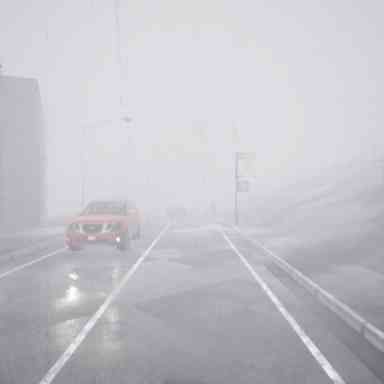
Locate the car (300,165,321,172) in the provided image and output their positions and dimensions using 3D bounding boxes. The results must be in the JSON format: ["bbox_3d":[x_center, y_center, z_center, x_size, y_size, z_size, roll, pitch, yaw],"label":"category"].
[{"bbox_3d":[21.535,-3.973,59.384,2.185,1.767,4.553,0,0,-1],"label":"car"}]

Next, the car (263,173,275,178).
[{"bbox_3d":[20.950,-3.995,87.085,2.231,1.521,4.892,0,0,-1],"label":"car"}]

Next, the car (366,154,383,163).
[{"bbox_3d":[22.120,-3.620,37.385,2.002,1.452,4.674,0,1,-2],"label":"car"}]

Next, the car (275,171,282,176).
[{"bbox_3d":[21.183,-4.073,76.070,2.185,1.767,4.553,0,0,-1],"label":"car"}]

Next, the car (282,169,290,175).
[{"bbox_3d":[21.299,-4.042,70.551,2.185,1.767,4.553,0,0,-1],"label":"car"}]

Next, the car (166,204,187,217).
[{"bbox_3d":[-1.745,2.026,37.248,1.812,1.442,4.674,0,-2,-13],"label":"car"}]

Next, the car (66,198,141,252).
[{"bbox_3d":[-3.601,1.316,14.670,2.150,2.045,5.566,0,-1,0],"label":"car"}]

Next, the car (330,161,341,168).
[{"bbox_3d":[21.765,-3.775,48.446,2.231,1.521,4.892,0,0,-1],"label":"car"}]

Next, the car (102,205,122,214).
[{"bbox_3d":[-13.376,2.888,55.397,1.895,1.301,4.718,-1,-2,-33],"label":"car"}]

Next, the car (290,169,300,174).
[{"bbox_3d":[21.419,-3.841,64.877,2.002,1.452,4.674,0,0,-1],"label":"car"}]

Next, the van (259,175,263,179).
[{"bbox_3d":[20.837,-4.239,92.481,1.878,1.987,4.442,0,0,-1],"label":"van"}]

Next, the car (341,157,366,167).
[{"bbox_3d":[21.890,-3.727,42.927,2.231,1.521,4.892,0,1,-1],"label":"car"}]
